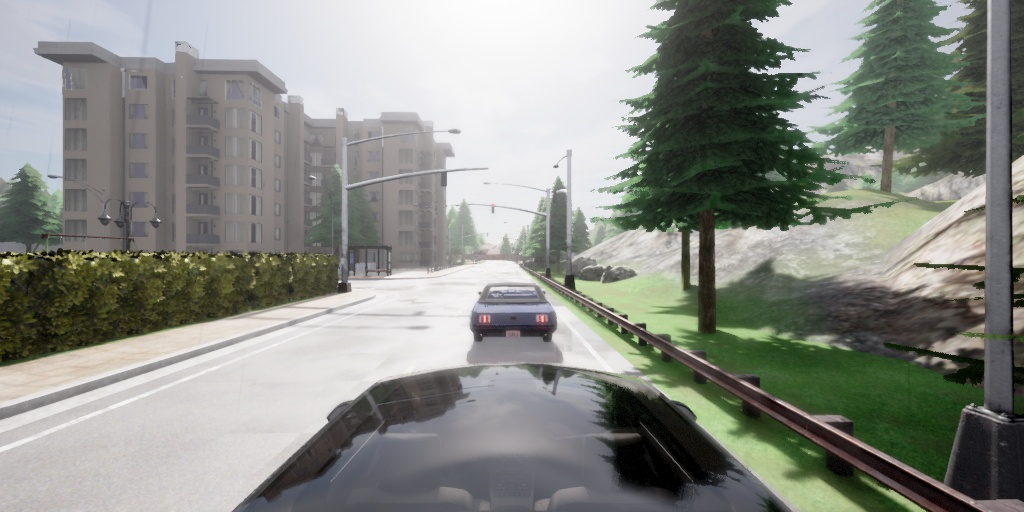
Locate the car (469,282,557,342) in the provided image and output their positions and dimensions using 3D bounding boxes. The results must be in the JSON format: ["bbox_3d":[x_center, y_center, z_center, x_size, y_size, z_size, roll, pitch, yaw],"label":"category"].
[{"bbox_3d":[0.002,1.351,9.759,1.895,1.301,4.718,0,0,-1],"label":"car"}]
